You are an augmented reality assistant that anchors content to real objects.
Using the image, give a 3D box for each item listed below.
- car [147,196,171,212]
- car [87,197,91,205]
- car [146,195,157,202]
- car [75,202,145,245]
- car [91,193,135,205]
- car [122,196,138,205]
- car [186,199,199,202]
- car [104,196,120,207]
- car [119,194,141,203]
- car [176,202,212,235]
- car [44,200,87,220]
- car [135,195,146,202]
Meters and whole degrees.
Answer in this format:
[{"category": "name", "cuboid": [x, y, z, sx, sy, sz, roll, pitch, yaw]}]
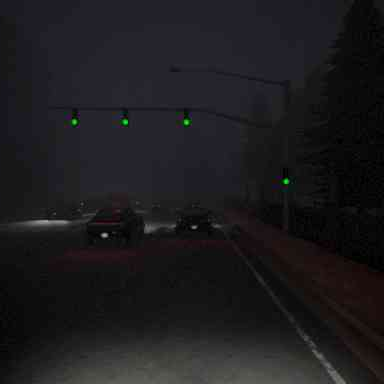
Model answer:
[{"category": "car", "cuboid": [-3.414, 1.482, 36.957, 2.033, 1.411, 5.357, 0, 0, 0]}, {"category": "car", "cuboid": [-10.596, 1.271, 36.301, 2.097, 1.767, 4.553, 0, 0, 0]}, {"category": "car", "cuboid": [-8.000, 1.386, 65.854, 1.837, 1.490, 4.892, 0, 0, -37]}, {"category": "car", "cuboid": [-3.397, 1.458, 15.373, 2.128, 1.511, 4.902, 0, 0, 0]}, {"category": "car", "cuboid": [-7.052, 1.157, 30.431, 2.150, 2.045, 5.566, 0, 0, 1]}, {"category": "car", "cuboid": [-10.437, 1.417, 55.792, 1.812, 1.442, 4.674, 0, 0, -23]}, {"category": "car", "cuboid": [0.079, 1.489, 37.629, 2.033, 1.411, 5.357, 0, 0, -1]}, {"category": "car", "cuboid": [-12.090, 1.387, 50.198, 2.128, 1.511, 4.902, 0, 0, -16]}, {"category": "car", "cuboid": [-12.307, 1.224, 65.790, 2.097, 1.767, 4.553, 0, 0, -41]}, {"category": "car", "cuboid": [0.103, 1.496, 18.308, 1.812, 1.442, 4.674, 0, 0, 0]}, {"category": "car", "cuboid": [-10.572, 1.496, 27.601, 1.994, 1.385, 4.181, 0, 0, 0]}, {"category": "car", "cuboid": [-7.241, 1.272, 40.823, 2.097, 1.767, 4.553, 0, 0, -2]}]
